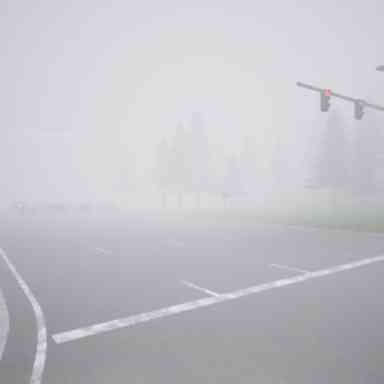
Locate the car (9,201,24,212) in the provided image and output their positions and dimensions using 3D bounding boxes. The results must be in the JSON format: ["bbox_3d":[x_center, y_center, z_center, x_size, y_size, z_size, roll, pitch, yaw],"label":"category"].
[{"bbox_3d":[-27.077,2.191,51.805,2.097,1.767,4.553,0,-1,-34],"label":"car"}]

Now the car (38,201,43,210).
[{"bbox_3d":[-24.172,2.190,53.757,2.097,1.767,4.553,0,-1,-34],"label":"car"}]

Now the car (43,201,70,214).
[{"bbox_3d":[-18.503,2.169,45.323,1.882,1.535,5.008,0,-1,-34],"label":"car"}]

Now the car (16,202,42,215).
[{"bbox_3d":[-21.325,2.292,43.335,1.895,1.301,4.718,0,-1,-34],"label":"car"}]

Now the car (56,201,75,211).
[{"bbox_3d":[-21.282,2.343,55.732,1.837,1.490,4.892,0,-1,-34],"label":"car"}]

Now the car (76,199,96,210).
[{"bbox_3d":[-18.362,2.189,57.661,2.097,1.767,4.553,0,-1,-34],"label":"car"}]

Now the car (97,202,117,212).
[{"bbox_3d":[-12.649,2.181,49.161,2.128,1.511,4.902,0,-1,-34],"label":"car"}]

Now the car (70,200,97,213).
[{"bbox_3d":[-15.599,2.169,47.277,1.882,1.535,5.008,0,-1,-34],"label":"car"}]
